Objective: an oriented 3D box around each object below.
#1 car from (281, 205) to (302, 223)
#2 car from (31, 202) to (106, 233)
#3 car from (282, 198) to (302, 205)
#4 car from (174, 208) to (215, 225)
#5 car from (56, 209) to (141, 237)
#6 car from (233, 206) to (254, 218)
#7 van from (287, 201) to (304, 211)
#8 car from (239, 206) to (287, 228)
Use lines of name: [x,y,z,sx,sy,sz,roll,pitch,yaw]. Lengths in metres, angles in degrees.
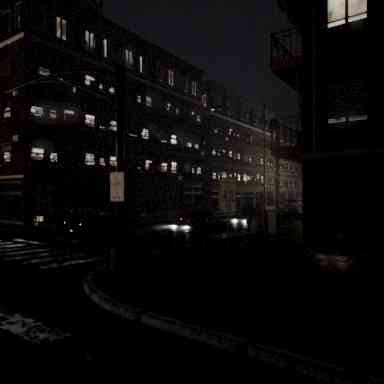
car: [8.951,2.121,30.839,2.008,1.369,4.403,-2,-2,35]
car: [-7.697,1.604,21.603,2.192,1.841,5.009,-1,-2,35]
car: [15.024,1.964,49.379,2.150,2.045,5.566,0,-1,35]
car: [0.269,2.028,28.453,1.994,1.385,4.181,0,-1,35]
car: [-5.435,1.884,20.320,1.895,1.301,4.718,0,-1,36]
car: [6.139,2.215,36.840,1.994,1.385,4.181,0,-1,34]
van: [18.357,2.463,58.868,1.690,1.788,3.998,-1,-2,35]
car: [5.694,2.048,26.179,1.802,1.307,4.206,-2,-2,35]
